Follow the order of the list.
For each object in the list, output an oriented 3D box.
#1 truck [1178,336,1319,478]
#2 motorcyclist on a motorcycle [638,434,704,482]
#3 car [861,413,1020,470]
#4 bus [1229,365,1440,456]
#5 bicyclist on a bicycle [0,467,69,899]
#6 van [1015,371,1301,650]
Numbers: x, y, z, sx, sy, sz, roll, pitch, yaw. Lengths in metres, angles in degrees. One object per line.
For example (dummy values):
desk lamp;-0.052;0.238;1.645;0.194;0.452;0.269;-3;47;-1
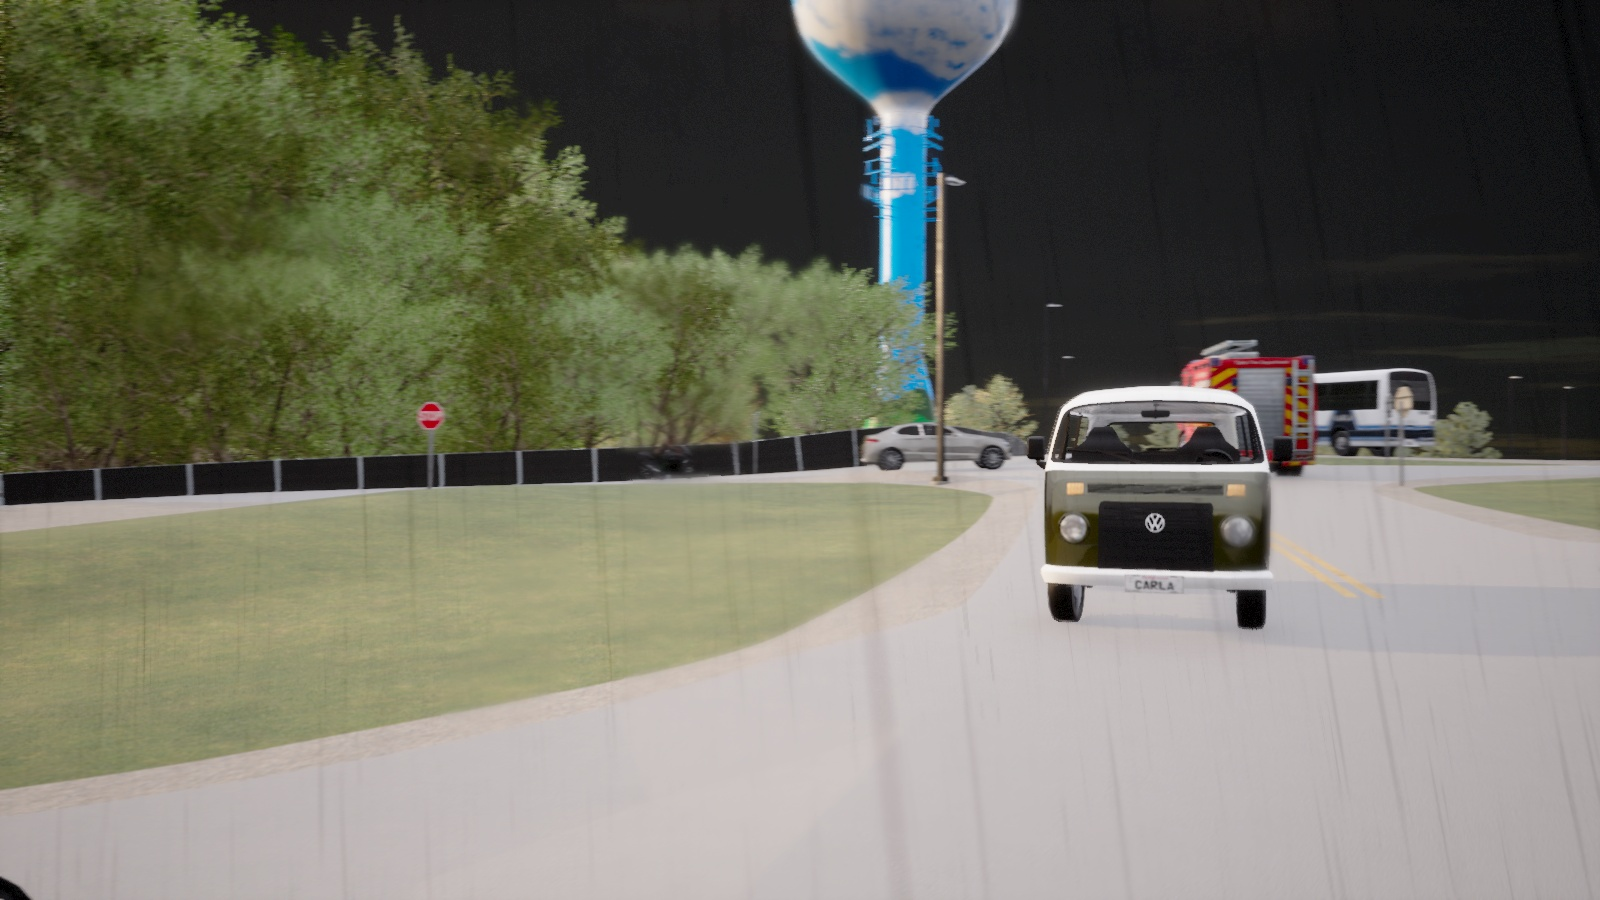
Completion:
truck;13.504;-1.294;38.500;2.891;3.827;8.468;0;2;12
motorcyclist on a motorcycle;-4.291;0.268;41.933;2.044;1.523;0.797;-3;-1;0
car;4.612;-0.287;41.837;5.027;1.651;2.152;-2;0;1
bus;27.095;-1.899;64.462;3.944;4.253;10.273;0;0;-20
bicyclist on a bicycle;-2.623;0.875;2.793;1.656;1.620;0.582;-1;-2;-23
van;3.320;0.414;11.605;2.069;2.038;4.480;0;1;17
